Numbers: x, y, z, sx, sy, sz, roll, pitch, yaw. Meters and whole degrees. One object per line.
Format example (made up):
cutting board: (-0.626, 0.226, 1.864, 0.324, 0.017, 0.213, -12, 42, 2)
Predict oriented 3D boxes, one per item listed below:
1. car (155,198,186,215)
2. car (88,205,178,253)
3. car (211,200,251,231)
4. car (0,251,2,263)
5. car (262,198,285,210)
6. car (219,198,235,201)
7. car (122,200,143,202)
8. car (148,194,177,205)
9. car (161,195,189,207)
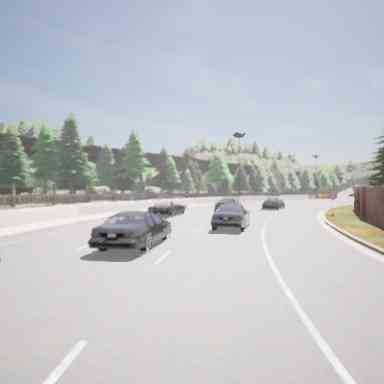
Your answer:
car: (-2.025, 1.414, 28.848, 1.895, 1.301, 4.718, 0, 0, 18)
car: (-2.226, 1.454, 13.353, 2.033, 1.411, 5.357, 0, 0, 9)
car: (2.424, 1.450, 20.023, 2.033, 1.411, 5.357, 0, 0, 14)
car: (-6.384, 1.484, 7.543, 1.994, 1.385, 4.181, 0, 0, 5)
car: (9.809, 1.378, 39.766, 1.994, 1.385, 4.181, 0, 0, 27)
car: (3.685, 1.337, 34.093, 1.812, 1.442, 4.674, 0, 0, 22)
car: (-8.535, 1.005, 49.610, 2.097, 1.767, 4.553, 0, 0, 28)
car: (-4.363, 1.149, 50.052, 1.882, 1.535, 5.008, 0, 0, 30)
car: (-2.257, 1.230, 46.567, 1.812, 1.442, 4.674, 0, 1, 28)
